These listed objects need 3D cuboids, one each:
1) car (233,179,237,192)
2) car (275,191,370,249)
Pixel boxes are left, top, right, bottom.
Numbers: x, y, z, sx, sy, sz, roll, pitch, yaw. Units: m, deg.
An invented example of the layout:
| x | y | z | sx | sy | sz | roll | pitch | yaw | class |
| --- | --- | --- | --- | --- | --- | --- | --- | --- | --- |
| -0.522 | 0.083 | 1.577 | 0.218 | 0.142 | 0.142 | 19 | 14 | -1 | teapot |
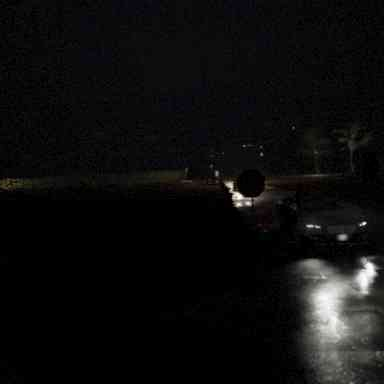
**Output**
| x | y | z | sx | sy | sz | roll | pitch | yaw | class |
| --- | --- | --- | --- | --- | --- | --- | --- | --- | --- |
| 5.993 | -0.900 | 40.396 | 2.128 | 1.511 | 4.902 | -3 | 3 | 4 | car |
| 3.973 | 0.749 | 10.868 | 2.128 | 1.511 | 4.902 | -3 | 3 | 4 | car |
